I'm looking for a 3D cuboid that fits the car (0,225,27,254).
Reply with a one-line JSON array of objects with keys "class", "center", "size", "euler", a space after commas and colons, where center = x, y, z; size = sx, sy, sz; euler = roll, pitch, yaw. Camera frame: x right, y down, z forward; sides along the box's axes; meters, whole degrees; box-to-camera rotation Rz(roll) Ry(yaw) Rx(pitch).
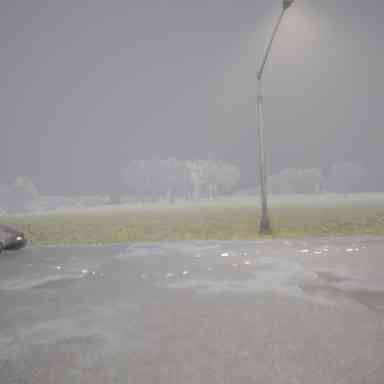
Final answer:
[{"class": "car", "center": [-9.848, 2.140, 15.157], "size": [4.181, 1.385, 1.994], "euler": [-2, -3, 1]}]
